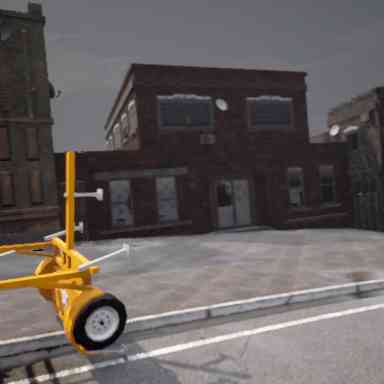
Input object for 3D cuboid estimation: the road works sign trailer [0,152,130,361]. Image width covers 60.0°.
[{"bbox_3d":[-2.929,0.845,4.354,3.560,2.880,2.380,-1,5,-35],"label":"road works sign trailer"}]
